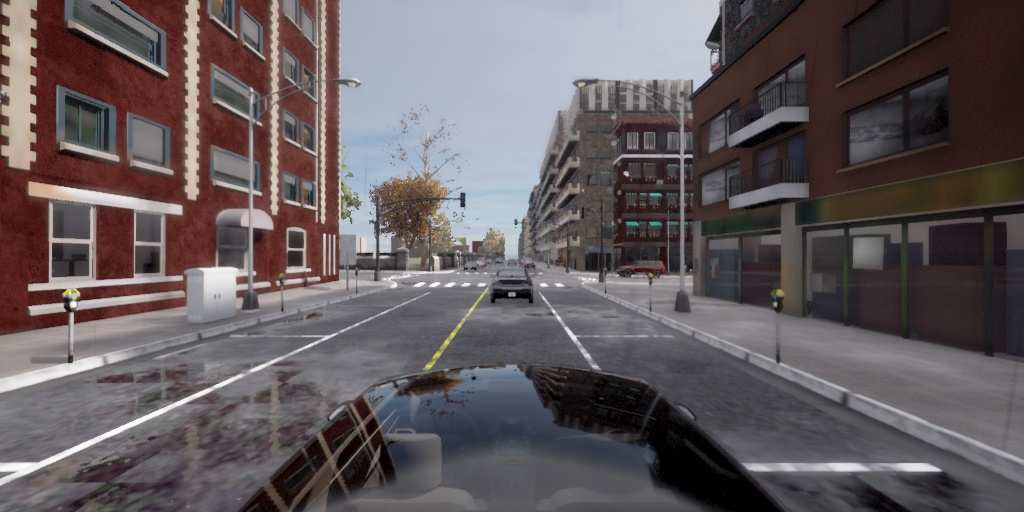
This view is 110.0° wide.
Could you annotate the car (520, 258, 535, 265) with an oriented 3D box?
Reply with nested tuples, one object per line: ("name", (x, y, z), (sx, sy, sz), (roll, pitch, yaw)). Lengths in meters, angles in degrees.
("car", (2.691, 1.338, 55.509), (1.888, 1.381, 4.507), (0, 0, 0))

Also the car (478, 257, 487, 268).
("car", (-5.689, 1.327, 60.970), (1.751, 1.417, 4.829), (0, 0, 0))

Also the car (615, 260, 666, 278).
("car", (13.450, 1.367, 37.538), (5.009, 1.841, 2.192), (0, 0, -1))

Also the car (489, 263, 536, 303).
("car", (0.000, 1.270, 16.501), (1.837, 1.490, 4.892), (0, 0, 0))

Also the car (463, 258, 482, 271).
("car", (-5.689, 1.350, 49.879), (1.948, 1.339, 4.313), (0, 0, 0))

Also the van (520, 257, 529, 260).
("van", (2.692, 1.142, 61.139), (1.690, 1.789, 3.998), (0, 0, 0))
